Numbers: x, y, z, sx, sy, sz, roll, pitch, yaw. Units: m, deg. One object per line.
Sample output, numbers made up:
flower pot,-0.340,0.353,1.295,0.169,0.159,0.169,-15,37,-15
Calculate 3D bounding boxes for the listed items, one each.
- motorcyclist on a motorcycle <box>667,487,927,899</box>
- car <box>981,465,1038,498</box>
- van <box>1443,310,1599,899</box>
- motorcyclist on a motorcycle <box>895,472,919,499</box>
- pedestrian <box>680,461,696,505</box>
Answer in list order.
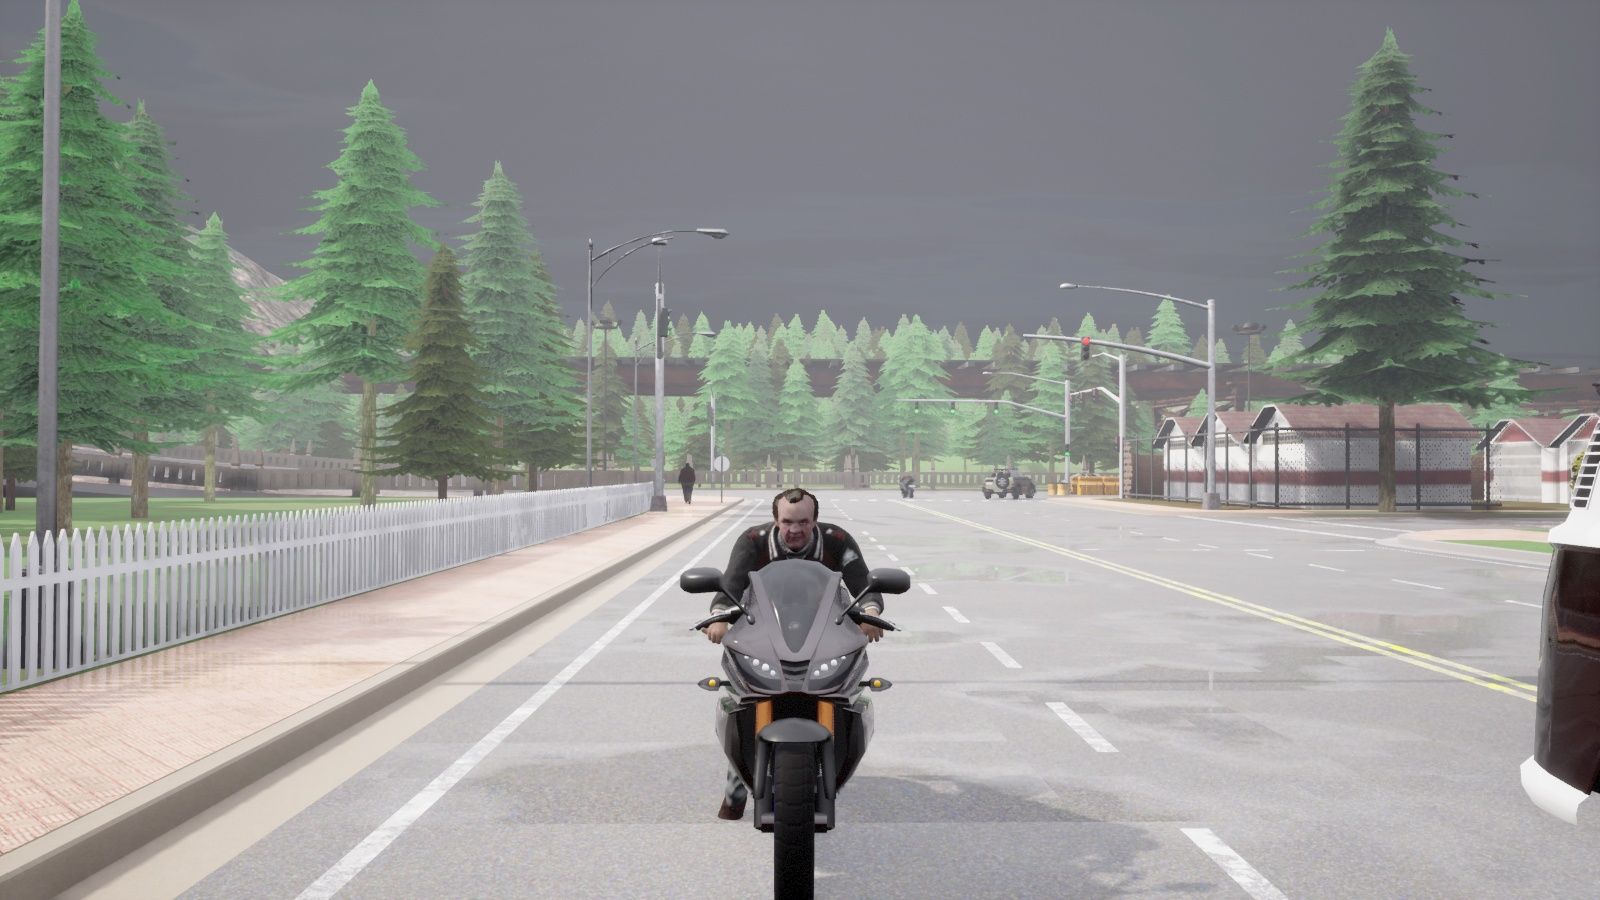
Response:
motorcyclist on a motorcycle,-0.013,0.939,5.313,0.866,1.530,2.191,0,-1,0
car,12.055,1.788,71.964,1.932,1.855,4.605,-2,-1,26
van,3.490,0.566,2.510,2.069,2.038,4.480,0,-1,0
motorcyclist on a motorcycle,6.190,2.041,72.581,0.866,1.530,2.191,0,-1,-10
pedestrian,-4.712,1.375,52.711,0.634,1.844,0.899,0,-1,-6
